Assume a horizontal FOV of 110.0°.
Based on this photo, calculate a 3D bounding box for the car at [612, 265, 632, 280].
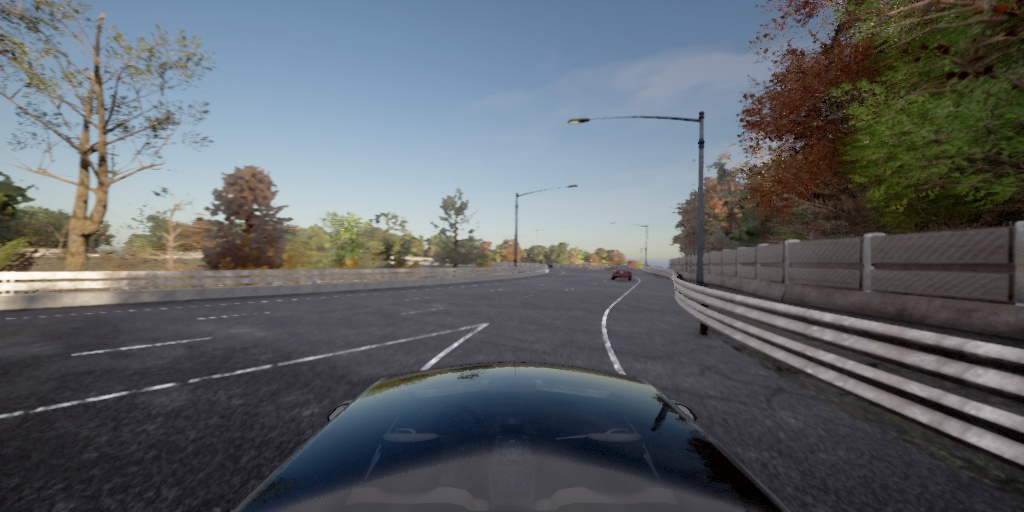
[{"bbox_3d":[13.071,1.870,42.512,2.097,1.767,4.553,1,-1,19],"label":"car"}]
